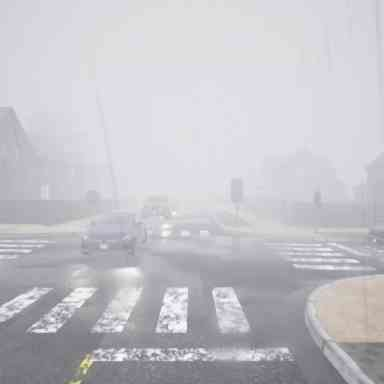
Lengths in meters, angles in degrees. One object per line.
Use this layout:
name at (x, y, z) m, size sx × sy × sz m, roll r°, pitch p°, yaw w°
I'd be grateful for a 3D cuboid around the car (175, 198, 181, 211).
car at (-2.900, 1.454, 41.812) m, size 2.097 × 1.767 × 4.553 m, roll 0°, pitch 0°, yaw 0°

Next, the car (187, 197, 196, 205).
car at (-0.100, 1.795, 66.179) m, size 1.837 × 1.490 × 4.892 m, roll 0°, pitch -1°, yaw 0°

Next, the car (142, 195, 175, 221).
car at (-2.890, 1.262, 28.312) m, size 2.150 × 2.045 × 5.566 m, roll 0°, pitch 0°, yaw 0°

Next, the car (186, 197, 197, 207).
car at (-0.084, 1.769, 56.170) m, size 1.994 × 1.385 × 4.181 m, roll 0°, pitch 0°, yaw 0°

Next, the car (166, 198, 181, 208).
car at (-2.889, 1.674, 53.311) m, size 2.128 × 1.511 × 4.902 m, roll 0°, pitch -1°, yaw 0°

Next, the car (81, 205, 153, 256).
car at (-2.859, 1.491, 13.129) m, size 1.812 × 1.442 × 4.674 m, roll 1°, pitch 0°, yaw 0°

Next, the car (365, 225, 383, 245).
car at (10.337, 1.690, 13.910) m, size 5.357 × 1.411 × 2.033 m, roll 1°, pitch 1°, yaw 2°
